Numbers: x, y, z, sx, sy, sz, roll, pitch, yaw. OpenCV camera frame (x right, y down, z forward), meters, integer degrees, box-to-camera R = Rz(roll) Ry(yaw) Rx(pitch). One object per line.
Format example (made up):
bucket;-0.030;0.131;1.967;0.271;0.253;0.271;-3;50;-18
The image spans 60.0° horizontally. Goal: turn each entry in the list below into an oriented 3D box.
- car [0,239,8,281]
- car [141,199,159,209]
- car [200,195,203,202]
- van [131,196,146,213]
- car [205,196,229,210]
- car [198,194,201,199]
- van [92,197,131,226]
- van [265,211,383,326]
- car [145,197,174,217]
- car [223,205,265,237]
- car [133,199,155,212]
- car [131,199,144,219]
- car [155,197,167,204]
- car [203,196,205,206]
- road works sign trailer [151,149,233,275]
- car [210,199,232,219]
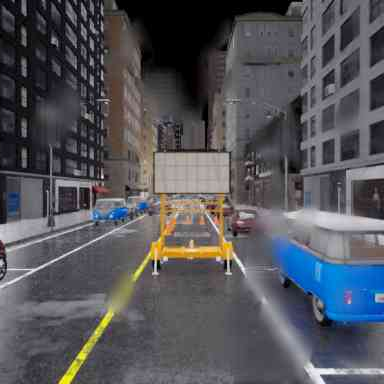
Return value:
car;-5.670;1.440;6.793;1.967;1.590;4.097;0;0;0
car;-5.677;1.584;45.302;1.802;1.307;4.206;0;0;0
car;2.845;1.556;56.307;2.008;1.369;4.403;0;0;0
van;-5.676;1.340;34.299;1.690;1.788;3.998;0;0;0
car;2.849;1.314;34.301;2.192;1.841;5.009;0;0;0
car;2.843;1.576;67.309;1.947;1.339;4.313;0;0;0
van;-5.674;1.340;23.298;1.690;1.788;3.998;0;0;0
van;2.855;1.340;6.794;1.690;1.788;3.998;0;0;0
car;-3.006;1.525;31.748;1.812;1.442;4.674;0;0;0
car;2.853;1.581;17.797;1.802;1.307;4.206;0;0;0
car;-5.677;1.566;39.801;1.947;1.339;4.313;0;0;0
car;-5.674;1.550;28.798;2.008;1.369;4.403;0;0;0
car;-5.682;1.589;61.806;1.802;1.307;4.206;0;0;0
car;2.848;1.442;45.304;1.967;1.590;4.097;0;0;0
road works sign trailer;-0.001;0.464;10.472;2.380;3.560;2.880;0;0;0
car;2.851;1.581;28.799;1.802;1.307;4.206;0;0;0
